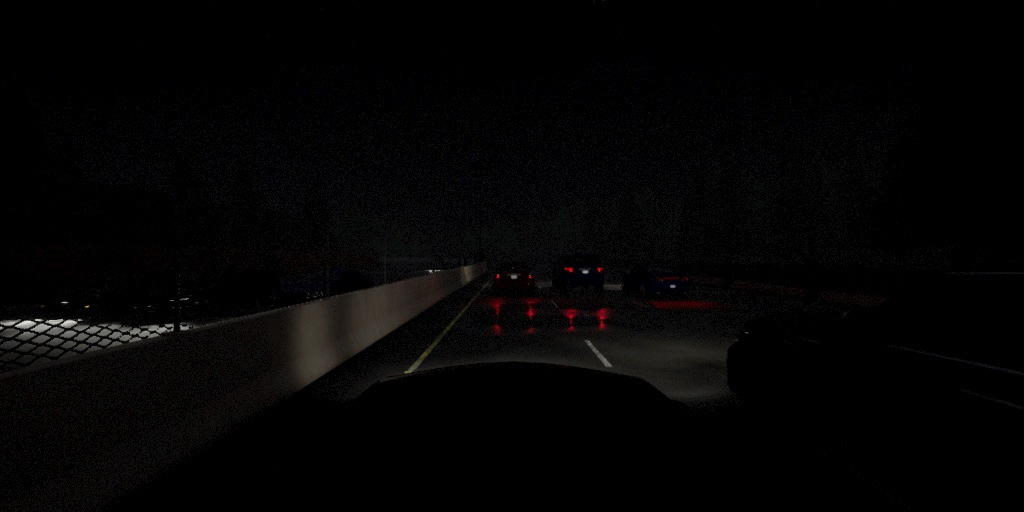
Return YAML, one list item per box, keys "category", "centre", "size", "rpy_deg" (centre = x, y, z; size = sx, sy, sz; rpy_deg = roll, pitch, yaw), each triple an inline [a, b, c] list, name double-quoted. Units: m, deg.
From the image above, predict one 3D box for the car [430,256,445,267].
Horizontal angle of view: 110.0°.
- category: "car"
  centre: [-11.087, 0.817, 53.862]
  size: [2.128, 1.511, 4.902]
  rpy_deg: [0, 0, -6]

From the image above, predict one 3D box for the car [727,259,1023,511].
- category: "car"
  centre: [3.600, 0.972, 1.824]
  size: [2.150, 2.045, 5.566]
  rpy_deg: [0, 0, 0]

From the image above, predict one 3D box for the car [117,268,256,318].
- category: "car"
  centre: [-10.601, 1.230, 12.978]
  size: [1.837, 1.490, 4.892]
  rpy_deg: [0, 0, 0]

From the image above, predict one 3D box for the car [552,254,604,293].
- category: "car"
  centre: [3.600, 0.923, 20.239]
  size: [2.150, 2.045, 5.566]
  rpy_deg: [0, -1, 0]

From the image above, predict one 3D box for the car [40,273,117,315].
- category: "car"
  centre: [-14.101, 1.289, 13.284]
  size: [1.994, 1.385, 4.181]
  rpy_deg: [0, 0, 0]

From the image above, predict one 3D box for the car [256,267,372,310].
- category: "car"
  centre: [-7.101, 1.201, 13.856]
  size: [1.882, 1.535, 5.008]
  rpy_deg: [0, 0, 0]

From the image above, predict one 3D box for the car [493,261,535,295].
- category: "car"
  centre: [0.100, 1.063, 19.672]
  size: [2.097, 1.767, 4.553]
  rpy_deg: [0, 0, 0]

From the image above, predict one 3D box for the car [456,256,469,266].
- category: "car"
  centre: [-7.609, 0.729, 54.257]
  size: [1.882, 1.535, 5.008]
  rpy_deg: [0, 0, -6]

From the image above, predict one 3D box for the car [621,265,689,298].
- category: "car"
  centre: [7.101, 1.192, 18.294]
  size: [1.882, 1.535, 5.008]
  rpy_deg: [0, 0, 0]
